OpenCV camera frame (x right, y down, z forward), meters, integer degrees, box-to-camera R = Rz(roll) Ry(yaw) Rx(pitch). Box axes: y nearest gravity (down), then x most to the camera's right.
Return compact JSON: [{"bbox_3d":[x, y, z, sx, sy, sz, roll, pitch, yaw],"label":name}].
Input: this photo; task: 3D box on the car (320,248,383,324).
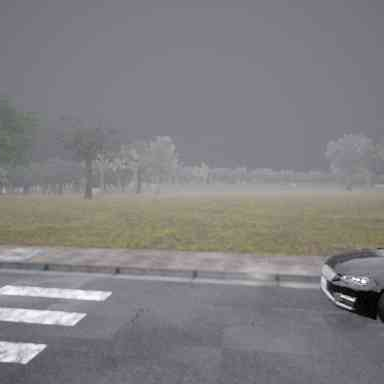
[{"bbox_3d":[4.855,1.440,5.735,4.902,1.511,2.128,1,1,9],"label":"car"}]
